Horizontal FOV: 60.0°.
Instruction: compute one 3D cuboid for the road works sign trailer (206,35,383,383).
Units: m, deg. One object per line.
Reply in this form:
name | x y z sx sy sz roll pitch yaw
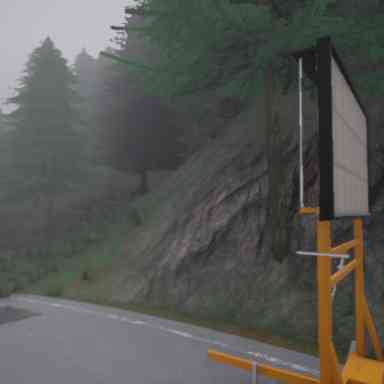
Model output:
road works sign trailer | 1.391 0.665 3.393 2.880 3.560 2.380 -2 -4 34
